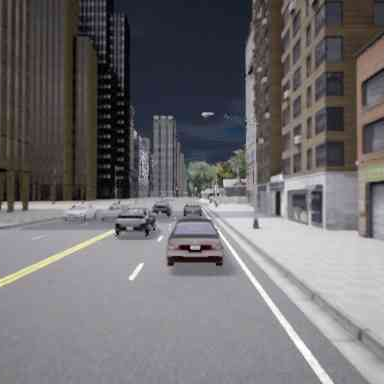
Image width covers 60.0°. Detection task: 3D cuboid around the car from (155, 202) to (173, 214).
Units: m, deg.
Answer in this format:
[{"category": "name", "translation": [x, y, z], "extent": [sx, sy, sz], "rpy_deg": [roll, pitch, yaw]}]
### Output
[{"category": "car", "translation": [-3.153, 1.798, 35.423], "extent": [1.837, 1.490, 4.892], "rpy_deg": [0, -1, 0]}]

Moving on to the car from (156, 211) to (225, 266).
[{"category": "car", "translation": [0.095, 1.650, 11.968], "extent": [2.033, 1.411, 5.357], "rpy_deg": [0, 0, 0]}]

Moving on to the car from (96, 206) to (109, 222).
[{"category": "car", "translation": [-6.602, 1.846, 29.130], "extent": [1.895, 1.301, 4.718], "rpy_deg": [0, 0, 0]}]

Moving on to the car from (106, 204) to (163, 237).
[{"category": "car", "translation": [-3.152, 1.654, 19.279], "extent": [2.128, 1.511, 4.902], "rpy_deg": [0, -1, 0]}]

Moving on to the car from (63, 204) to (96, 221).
[{"category": "car", "translation": [-9.846, 1.774, 29.605], "extent": [1.812, 1.442, 4.674], "rpy_deg": [0, 0, 0]}]

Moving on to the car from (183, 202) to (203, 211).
[{"category": "car", "translation": [0.096, 1.786, 35.505], "extent": [2.128, 1.511, 4.902], "rpy_deg": [0, 0, 0]}]
